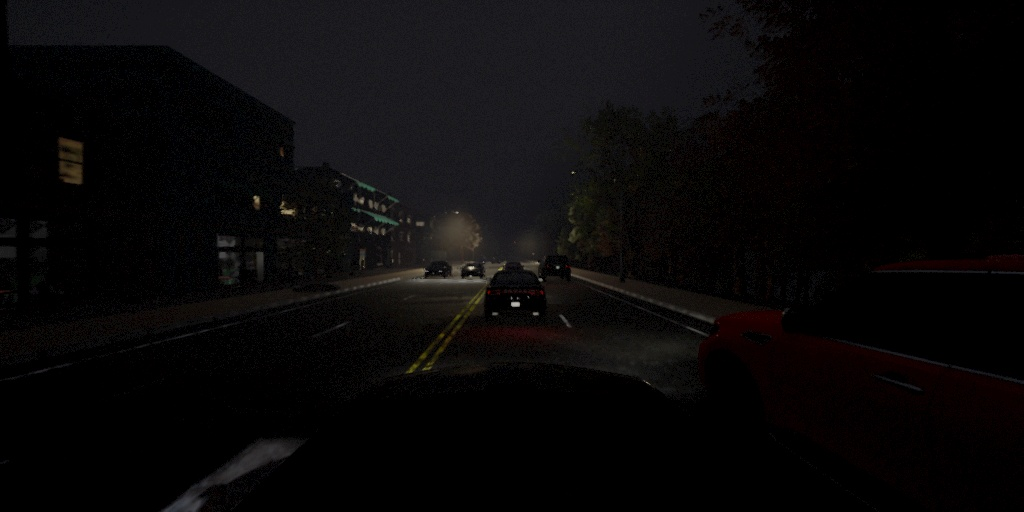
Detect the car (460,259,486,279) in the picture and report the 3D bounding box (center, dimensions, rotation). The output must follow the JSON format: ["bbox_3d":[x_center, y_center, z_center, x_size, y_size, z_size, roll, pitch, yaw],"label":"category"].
[{"bbox_3d":[-3.350,1.235,31.795,2.033,1.411,5.357,0,0,0],"label":"car"}]

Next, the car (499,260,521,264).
[{"bbox_3d":[0.100,1.215,30.741,1.812,1.442,4.674,0,0,0],"label":"car"}]

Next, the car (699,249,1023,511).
[{"bbox_3d":[3.361,0.971,2.056,2.150,2.045,5.566,0,0,0],"label":"car"}]

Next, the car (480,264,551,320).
[{"bbox_3d":[0.099,1.205,12.593,1.882,1.535,5.008,0,0,0],"label":"car"}]

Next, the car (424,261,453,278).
[{"bbox_3d":[-6.597,1.191,32.471,1.837,1.490,4.892,0,0,0],"label":"car"}]

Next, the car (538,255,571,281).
[{"bbox_3d":[3.349,0.915,28.922,2.150,2.045,5.566,0,0,0],"label":"car"}]
